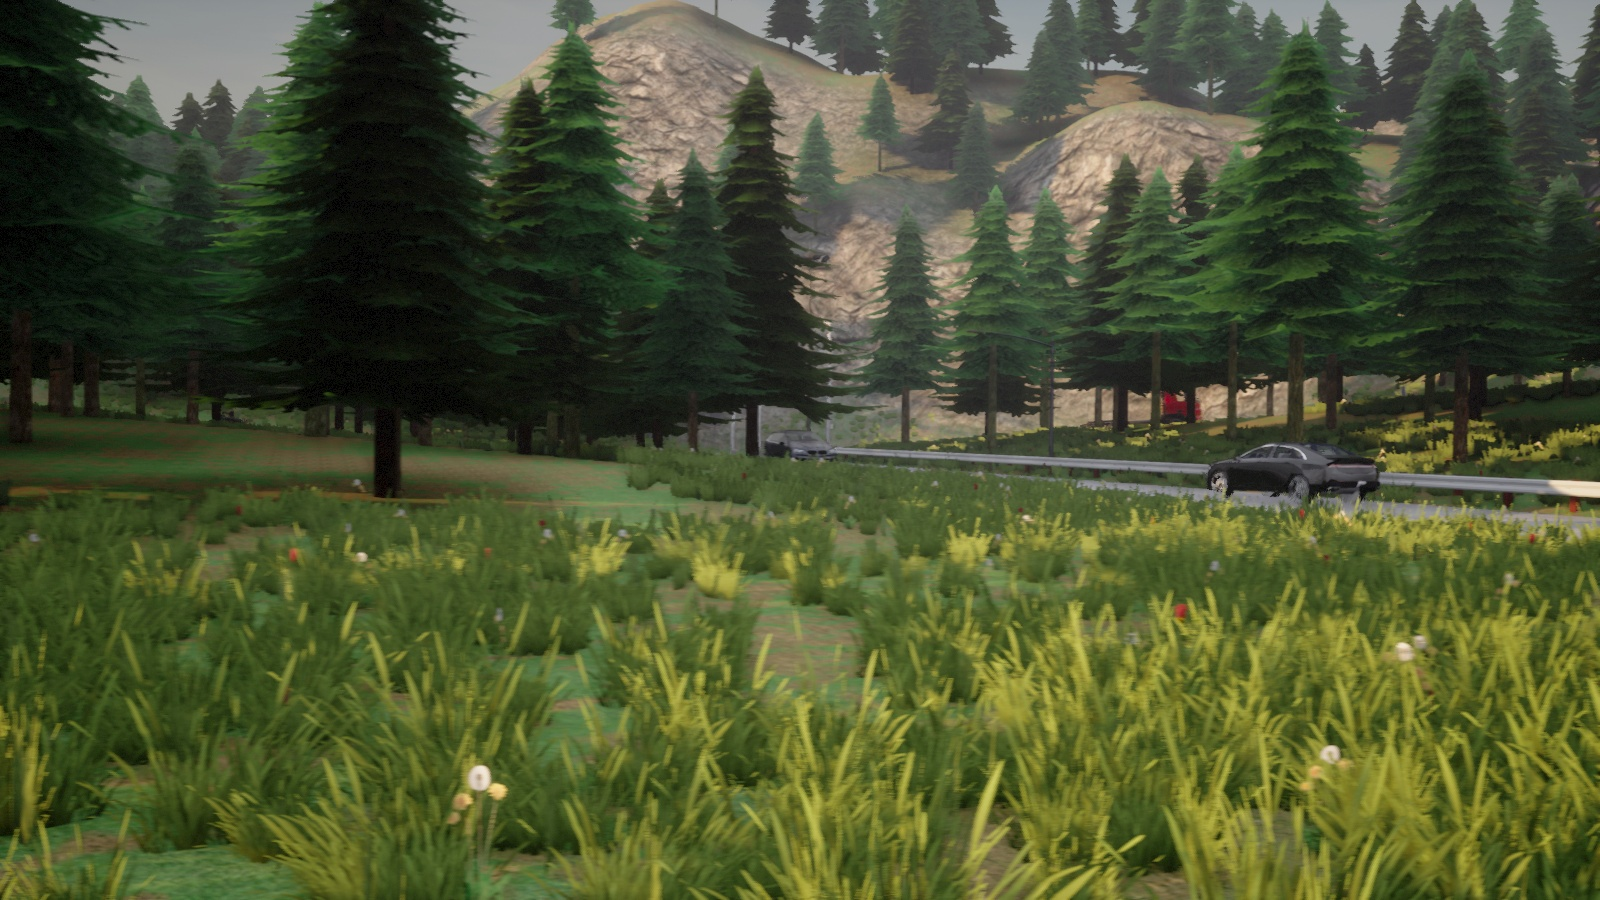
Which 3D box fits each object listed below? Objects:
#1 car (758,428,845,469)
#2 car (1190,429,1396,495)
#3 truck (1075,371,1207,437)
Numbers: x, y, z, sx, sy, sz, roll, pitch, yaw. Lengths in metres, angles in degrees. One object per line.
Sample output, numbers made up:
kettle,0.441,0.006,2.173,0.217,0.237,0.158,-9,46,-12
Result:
car,0.004,-0.105,54.460,2.242,1.667,4.611,-1,1,-21
car,12.364,0.241,31.881,2.128,1.511,4.902,-1,1,-21
truck,22.344,-2.980,82.647,7.936,3.462,2.891,-5,-1,12
